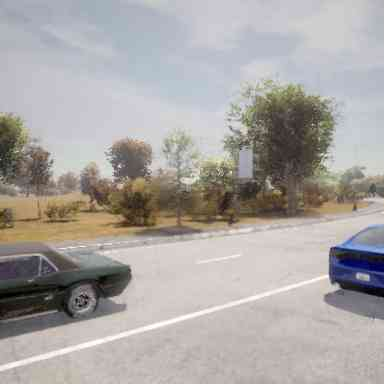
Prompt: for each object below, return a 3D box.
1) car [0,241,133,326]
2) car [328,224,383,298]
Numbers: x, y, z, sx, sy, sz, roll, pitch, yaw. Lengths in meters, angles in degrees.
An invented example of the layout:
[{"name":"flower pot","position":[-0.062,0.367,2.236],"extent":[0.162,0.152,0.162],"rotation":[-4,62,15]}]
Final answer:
[{"name":"car","position":[-3.564,1.618,5.830],"extent":[4.718,1.301,1.895],"rotation":[0,0,-36]},{"name":"car","position":[5.213,1.483,7.967],"extent":[5.008,1.535,1.882],"rotation":[0,0,-39]}]
